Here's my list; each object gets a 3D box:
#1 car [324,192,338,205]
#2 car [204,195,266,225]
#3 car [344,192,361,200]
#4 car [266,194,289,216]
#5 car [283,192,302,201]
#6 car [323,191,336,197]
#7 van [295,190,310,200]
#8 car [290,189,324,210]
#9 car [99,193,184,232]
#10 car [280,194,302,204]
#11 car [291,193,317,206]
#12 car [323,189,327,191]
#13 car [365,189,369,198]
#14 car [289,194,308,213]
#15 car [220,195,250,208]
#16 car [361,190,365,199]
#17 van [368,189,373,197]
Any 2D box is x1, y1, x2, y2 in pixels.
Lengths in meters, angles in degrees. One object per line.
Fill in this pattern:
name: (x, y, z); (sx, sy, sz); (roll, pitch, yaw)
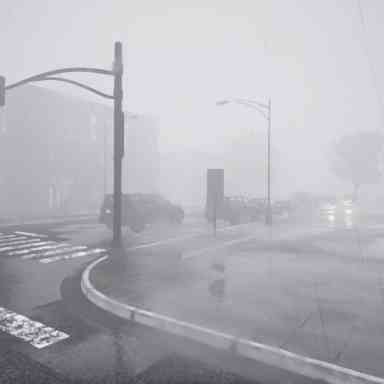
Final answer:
car: (18.499, 1.009, 44.952); (1.947, 1.339, 4.313); (1, 2, 35)
car: (2.731, 1.094, 22.156); (2.192, 1.841, 5.009); (1, 1, 35)
car: (27.961, 0.789, 58.624); (2.008, 1.369, 4.403); (1, 2, 35)
car: (5.884, 1.153, 26.717); (1.967, 1.590, 4.097); (1, 2, 35)
car: (17.812, 0.761, 58.684); (1.752, 1.417, 4.829); (1, 2, 35)
car: (33.678, 0.439, 81.614); (2.008, 1.369, 4.403); (1, 2, 35)
van: (21.064, 0.506, 63.378); (1.690, 1.788, 3.998); (1, 2, 35)
car: (12.194, 0.894, 35.831); (2.192, 1.841, 5.009); (1, 2, 35)
car: (-2.708, 1.045, 19.042); (2.150, 2.045, 5.566); (1, 1, 35)
car: (14.820, 0.972, 49.651); (1.895, 1.301, 4.718); (1, 1, 35)
car: (15.043, 0.925, 44.605); (1.882, 1.535, 5.008); (1, 1, 35)
car: (27.371, 0.467, 72.496); (1.967, 1.590, 4.097); (1, 2, 35)
car: (34.366, 0.624, 67.880); (1.752, 1.417, 4.829); (1, 2, 35)
car: (9.037, 1.196, 31.278); (2.008, 1.369, 4.403); (1, 2, 35)
car: (5.292, 1.071, 40.594); (1.947, 1.339, 4.313); (1, 2, 35)
car: (31.114, 0.752, 63.183); (1.802, 1.307, 4.206); (1, 2, 35)
van: (40.579, 0.303, 76.852); (1.690, 1.788, 3.998); (1, 2, 35)
